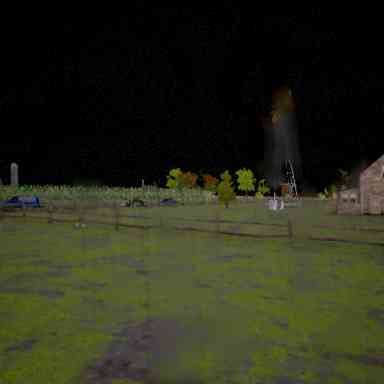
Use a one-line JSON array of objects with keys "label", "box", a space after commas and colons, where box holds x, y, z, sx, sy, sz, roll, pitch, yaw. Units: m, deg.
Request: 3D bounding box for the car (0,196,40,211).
[{"label": "car", "box": [-24.616, 1.619, 47.531, 2.150, 2.045, 5.566, -1, -1, 36]}]

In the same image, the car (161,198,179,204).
[{"label": "car", "box": [-4.649, 2.093, 70.354, 1.812, 1.442, 4.674, -1, -1, 36]}]

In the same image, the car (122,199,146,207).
[{"label": "car", "box": [-10.316, 2.081, 62.393, 1.994, 1.385, 4.181, -1, -1, 36]}]

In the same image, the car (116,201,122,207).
[{"label": "car", "box": [-12.383, 2.055, 64.389, 1.882, 1.535, 5.008, -1, -2, 36]}]
